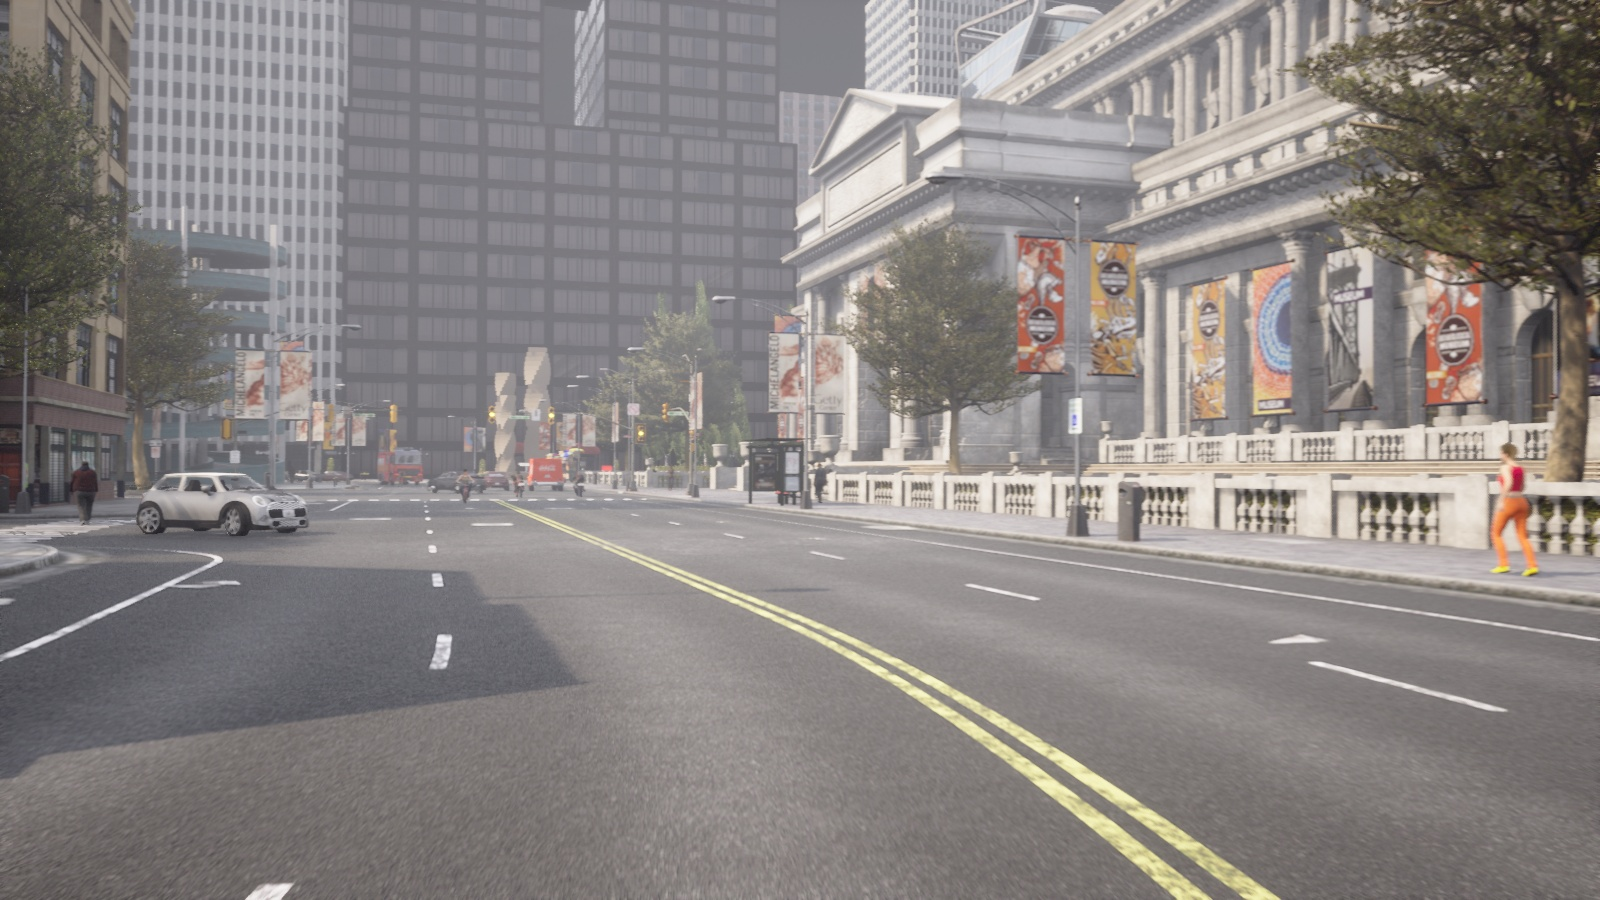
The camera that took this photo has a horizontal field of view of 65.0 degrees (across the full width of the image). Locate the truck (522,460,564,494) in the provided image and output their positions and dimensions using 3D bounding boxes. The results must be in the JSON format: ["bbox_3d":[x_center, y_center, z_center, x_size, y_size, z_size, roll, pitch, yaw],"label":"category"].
[{"bbox_3d":[-19.520,2.016,95.210,2.627,2.467,5.204,0,-1,-17],"label":"truck"}]

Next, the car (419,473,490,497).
[{"bbox_3d":[-22.744,2.262,82.512,4.902,1.511,2.128,-1,-1,41],"label":"car"}]

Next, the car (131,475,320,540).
[{"bbox_3d":[-13.766,1.351,30.142,3.806,1.475,1.970,-1,-1,18],"label":"car"}]

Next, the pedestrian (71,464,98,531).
[{"bbox_3d":[-19.956,1.304,35.022,0.634,1.844,0.899,0,-1,-29],"label":"pedestrian"}]

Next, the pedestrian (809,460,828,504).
[{"bbox_3d":[0.791,1.376,54.218,0.540,1.848,0.694,0,-1,-24],"label":"pedestrian"}]

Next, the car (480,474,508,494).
[{"bbox_3d":[-23.281,2.552,95.548,1.812,1.442,4.674,0,-1,-17],"label":"car"}]

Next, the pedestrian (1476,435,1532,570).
[{"bbox_3d":[9.765,0.716,17.431,0.345,1.836,0.594,0,-1,-14],"label":"pedestrian"}]
